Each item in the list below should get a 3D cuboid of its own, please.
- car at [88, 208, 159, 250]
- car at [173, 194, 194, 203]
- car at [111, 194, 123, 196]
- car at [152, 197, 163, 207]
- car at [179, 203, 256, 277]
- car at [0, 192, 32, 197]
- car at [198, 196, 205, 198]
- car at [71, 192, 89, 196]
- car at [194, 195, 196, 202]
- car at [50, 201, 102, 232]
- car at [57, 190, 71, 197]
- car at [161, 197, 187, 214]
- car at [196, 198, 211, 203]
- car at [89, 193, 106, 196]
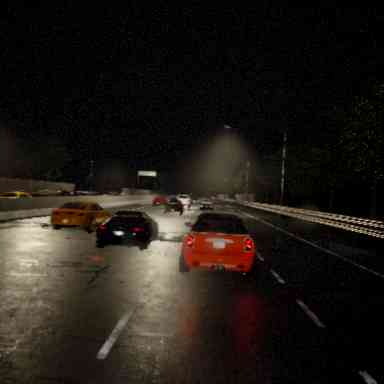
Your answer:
[{"bbox_3d":[-2.599,1.494,14.174,1.994,1.385,4.181,3,0,2],"label":"car"},{"bbox_3d":[-1.312,1.468,53.202,2.150,2.045,5.566,3,0,2],"label":"car"},{"bbox_3d":[-14.906,1.061,66.463,2.128,1.511,4.902,3,0,2],"label":"car"},{"bbox_3d":[-4.883,1.510,51.281,1.882,1.535,5.008,3,0,2],"label":"car"},{"bbox_3d":[0.800,1.456,11.002,2.097,1.767,4.553,3,0,2],"label":"car"},{"bbox_3d":[-16.053,0.741,30.032,1.882,1.535,5.008,3,-1,2],"label":"car"},{"bbox_3d":[2.744,2.140,72.001,2.128,1.511,4.902,3,0,2],"label":"car"},{"bbox_3d":[-21.896,0.742,66.640,1.895,1.301,4.718,3,0,2],"label":"car"},{"bbox_3d":[-0.809,1.923,70.130,2.128,1.511,4.902,3,0,2],"label":"car"},{"bbox_3d":[-5.948,1.242,18.315,1.882,1.535,5.008,3,0,2],"label":"car"},{"bbox_3d":[-25.382,0.451,66.780,1.837,1.490,4.892,3,0,2],"label":"car"},{"bbox_3d":[-1.862,1.608,36.165,1.837,1.490,4.892,3,0,2],"label":"car"},{"bbox_3d":[1.915,1.919,45.006,2.033,1.411,5.357,3,0,2],"label":"car"},{"bbox_3d":[-18.400,0.896,66.561,1.994,1.385,4.181,3,0,2],"label":"car"}]
